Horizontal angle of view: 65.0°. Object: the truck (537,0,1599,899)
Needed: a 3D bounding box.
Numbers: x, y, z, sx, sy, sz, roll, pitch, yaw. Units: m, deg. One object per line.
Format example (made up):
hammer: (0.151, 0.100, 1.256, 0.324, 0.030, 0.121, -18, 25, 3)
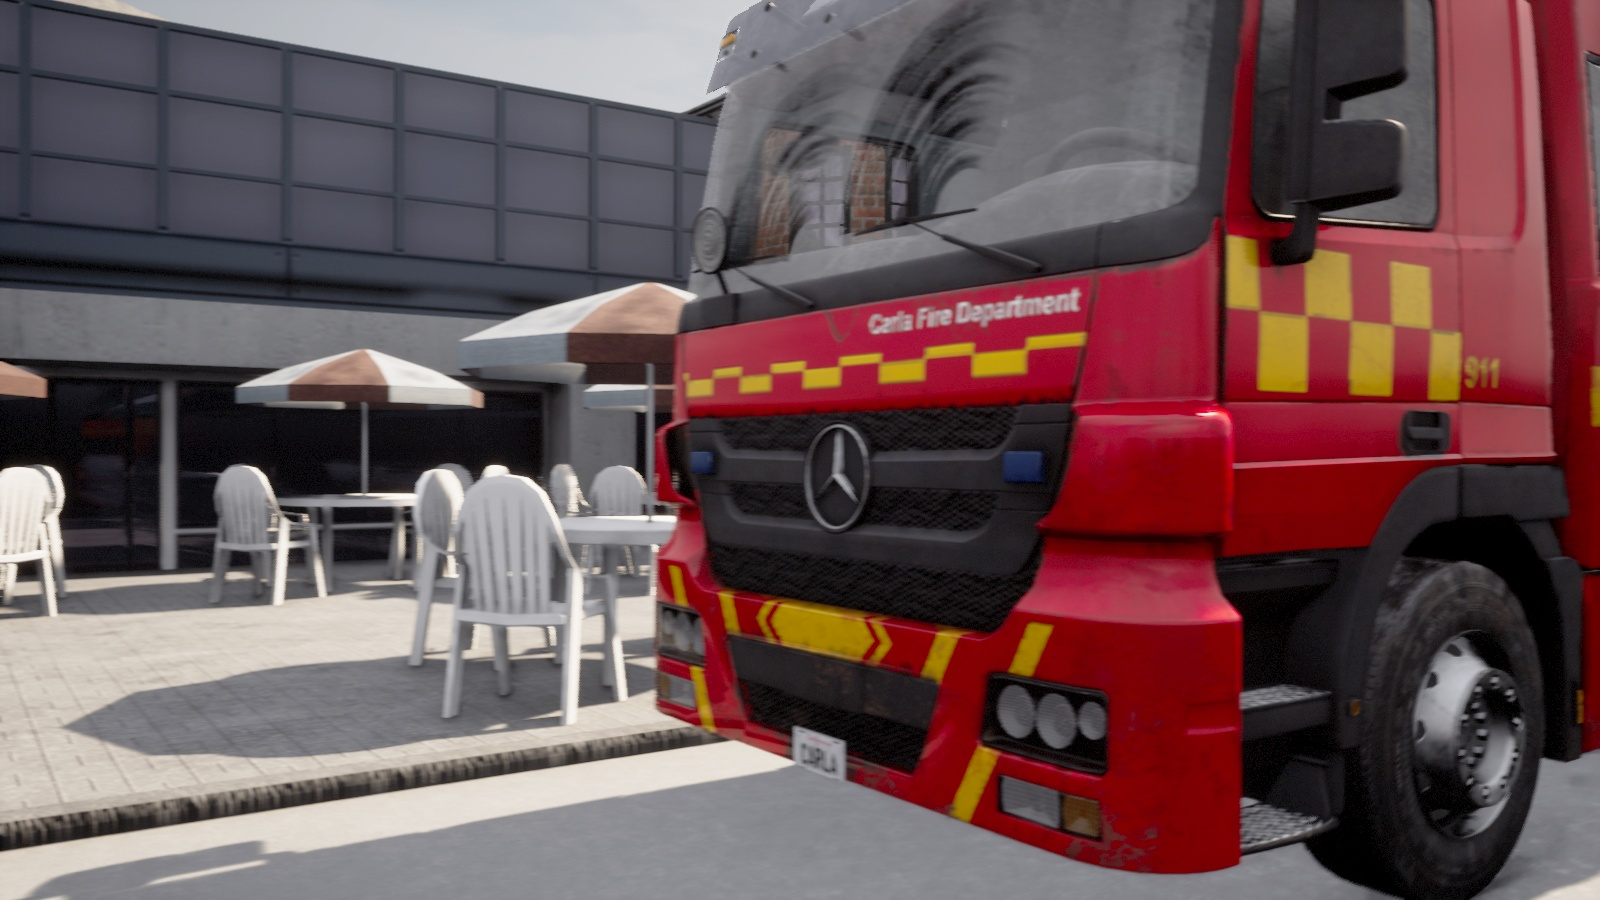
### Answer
truck: (3.199, -0.411, 6.500, 8.468, 3.827, 2.891, 0, 0, -35)
